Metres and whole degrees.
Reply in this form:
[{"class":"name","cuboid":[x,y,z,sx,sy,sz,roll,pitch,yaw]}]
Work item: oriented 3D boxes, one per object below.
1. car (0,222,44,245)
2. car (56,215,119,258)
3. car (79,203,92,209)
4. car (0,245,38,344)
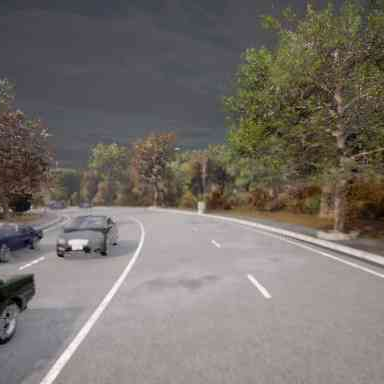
[{"class":"car","cuboid":[-7.669,1.905,13.294,1.895,1.301,4.718,-1,-1,-5]},{"class":"car","cuboid":[-4.259,1.744,14.149,2.128,1.511,4.902,-1,-1,-6]},{"class":"car","cuboid":[-27.606,3.560,86.021,1.994,1.385,4.181,-3,0,-43]},{"class":"car","cuboid":[-3.710,1.682,3.813,1.895,1.301,4.718,-1,-1,-1]}]
